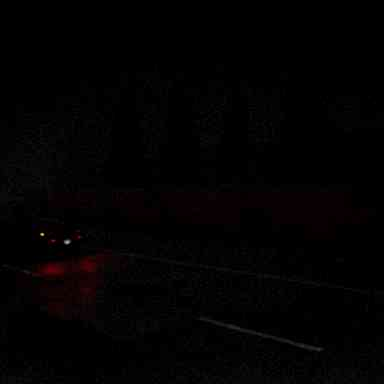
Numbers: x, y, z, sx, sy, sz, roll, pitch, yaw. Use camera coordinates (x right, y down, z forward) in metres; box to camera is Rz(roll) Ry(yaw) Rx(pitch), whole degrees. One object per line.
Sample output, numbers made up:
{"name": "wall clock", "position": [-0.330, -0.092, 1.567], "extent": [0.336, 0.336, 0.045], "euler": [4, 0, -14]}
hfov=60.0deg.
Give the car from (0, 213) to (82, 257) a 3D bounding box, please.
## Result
{"name": "car", "position": [-6.129, 1.539, 12.963], "extent": [4.674, 1.442, 1.812], "euler": [0, 0, 38]}
